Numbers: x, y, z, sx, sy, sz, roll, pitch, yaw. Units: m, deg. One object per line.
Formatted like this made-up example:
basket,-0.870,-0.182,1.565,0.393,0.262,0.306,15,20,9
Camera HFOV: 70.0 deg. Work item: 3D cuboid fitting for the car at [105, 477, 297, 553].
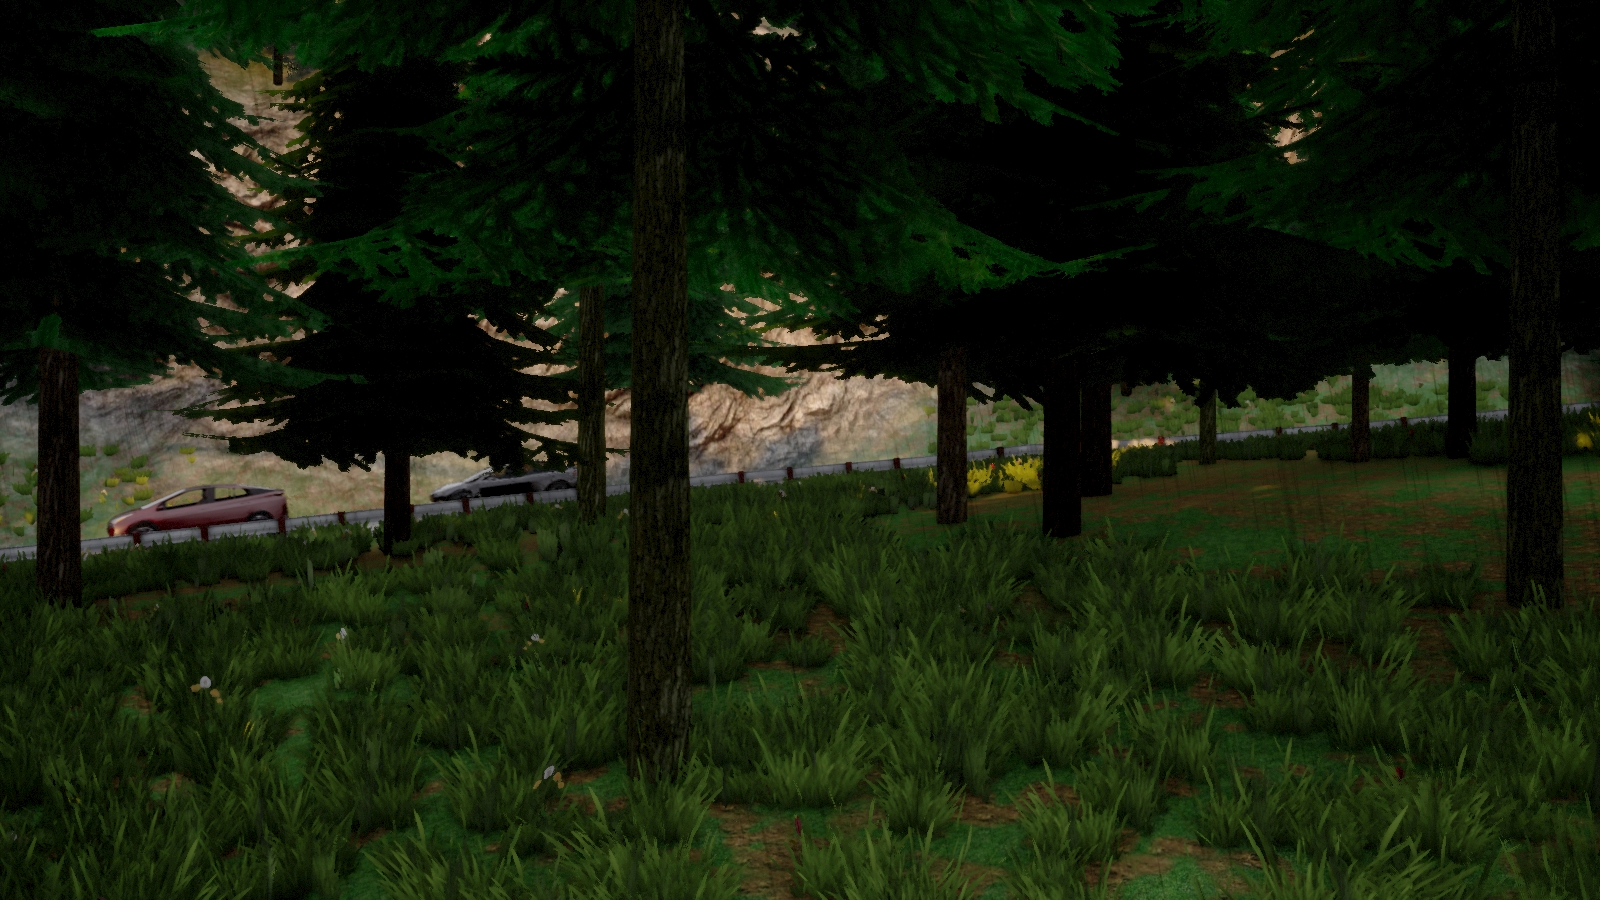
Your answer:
car,-16.674,1.750,31.876,4.514,1.525,2.007,-5,3,-32

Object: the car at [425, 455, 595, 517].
car,-9.225,1.102,36.378,4.792,1.488,2.163,-5,2,-27
